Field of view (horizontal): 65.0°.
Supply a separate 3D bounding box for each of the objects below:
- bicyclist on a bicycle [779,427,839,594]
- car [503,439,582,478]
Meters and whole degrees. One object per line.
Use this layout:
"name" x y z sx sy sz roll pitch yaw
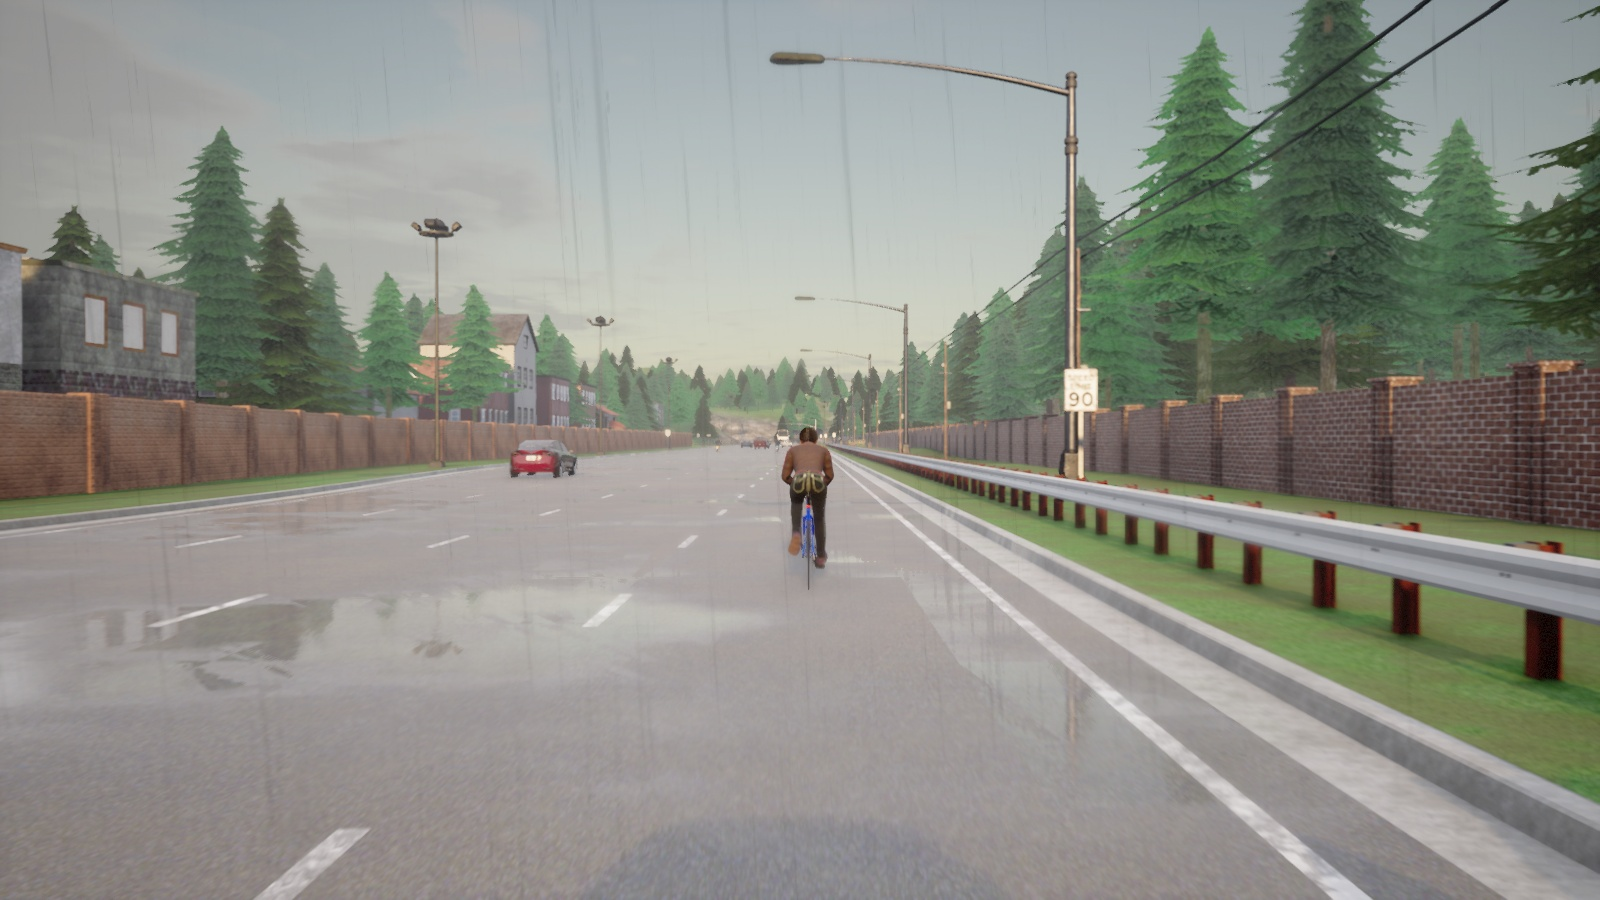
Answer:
"bicyclist on a bicycle" 0.089 0.588 13.043 0.582 1.620 1.656 0 0 0
"car" -10.203 0.311 50.189 2.163 1.488 4.792 0 0 0
